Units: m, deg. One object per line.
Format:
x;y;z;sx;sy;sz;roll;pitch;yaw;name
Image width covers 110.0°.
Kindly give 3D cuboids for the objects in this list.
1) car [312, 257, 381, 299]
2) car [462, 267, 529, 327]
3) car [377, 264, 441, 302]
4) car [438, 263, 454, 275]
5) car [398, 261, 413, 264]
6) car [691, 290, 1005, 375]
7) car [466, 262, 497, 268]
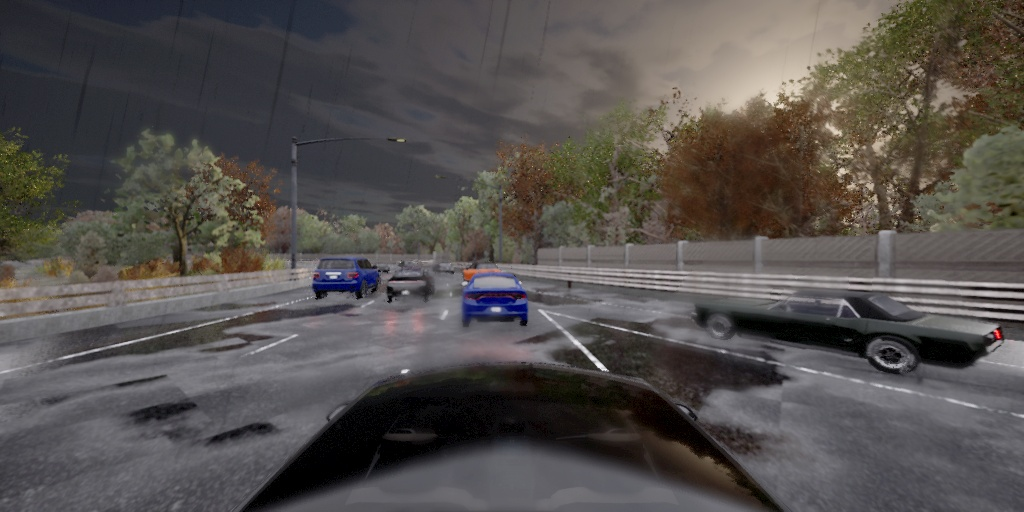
-8.567;1.072;18.946;2.150;2.045;5.566;0;0;-9;car
-0.633;1.286;11.893;1.882;1.535;5.008;0;-1;-5;car
-4.842;1.333;17.554;2.128;1.511;4.902;0;0;-8;car
-8.385;1.539;43.596;2.033;1.411;5.357;0;0;-22;car
-12.556;1.599;44.431;1.895;1.301;4.718;0;0;-23;car
6.516;1.383;7.733;1.895;1.301;4.718;0;0;-31;car
-2.337;1.246;26.954;2.097;1.767;4.553;0;0;-20;car
